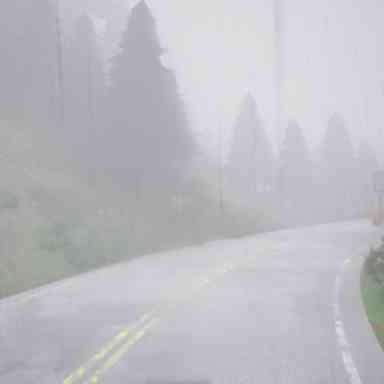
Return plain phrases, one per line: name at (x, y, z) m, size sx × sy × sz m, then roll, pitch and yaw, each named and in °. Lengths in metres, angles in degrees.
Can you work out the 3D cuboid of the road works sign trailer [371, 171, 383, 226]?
road works sign trailer at (13.217, 0.335, 21.553) m, size 2.880 × 3.560 × 2.380 m, roll -1°, pitch -3°, yaw -39°
